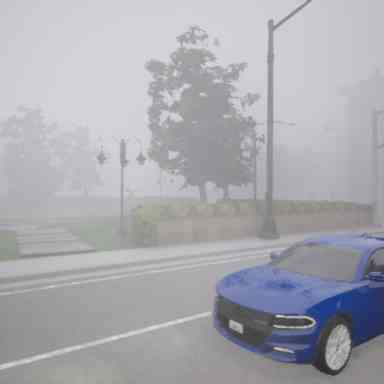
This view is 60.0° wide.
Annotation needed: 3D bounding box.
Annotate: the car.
[{"bbox_3d":[2.618,1.531,5.846,5.008,1.535,1.882,1,0,-35],"label":"car"}]
